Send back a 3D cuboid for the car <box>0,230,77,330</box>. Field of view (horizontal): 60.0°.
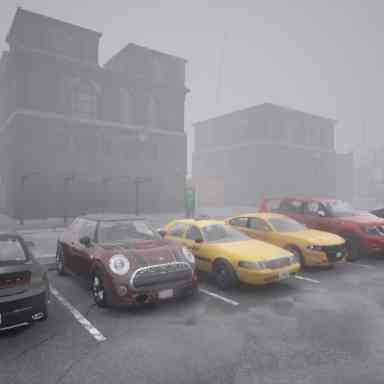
[{"bbox_3d":[-4.145,1.481,6.481,2.231,1.521,4.892,0,0,-35],"label":"car"}]

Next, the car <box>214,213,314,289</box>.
[{"bbox_3d":[0.497,1.478,9.559,1.946,1.575,5.366,0,0,-35],"label":"car"}]

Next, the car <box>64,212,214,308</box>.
[{"bbox_3d":[-1.796,1.355,8.196,2.185,1.767,4.553,0,0,-35],"label":"car"}]

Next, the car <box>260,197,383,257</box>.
[{"bbox_3d":[4.944,1.230,12.910,2.435,2.045,5.566,0,0,-35],"label":"car"}]

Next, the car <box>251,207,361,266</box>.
[{"bbox_3d":[2.656,1.481,11.326,2.097,1.535,5.008,0,0,-35],"label":"car"}]
